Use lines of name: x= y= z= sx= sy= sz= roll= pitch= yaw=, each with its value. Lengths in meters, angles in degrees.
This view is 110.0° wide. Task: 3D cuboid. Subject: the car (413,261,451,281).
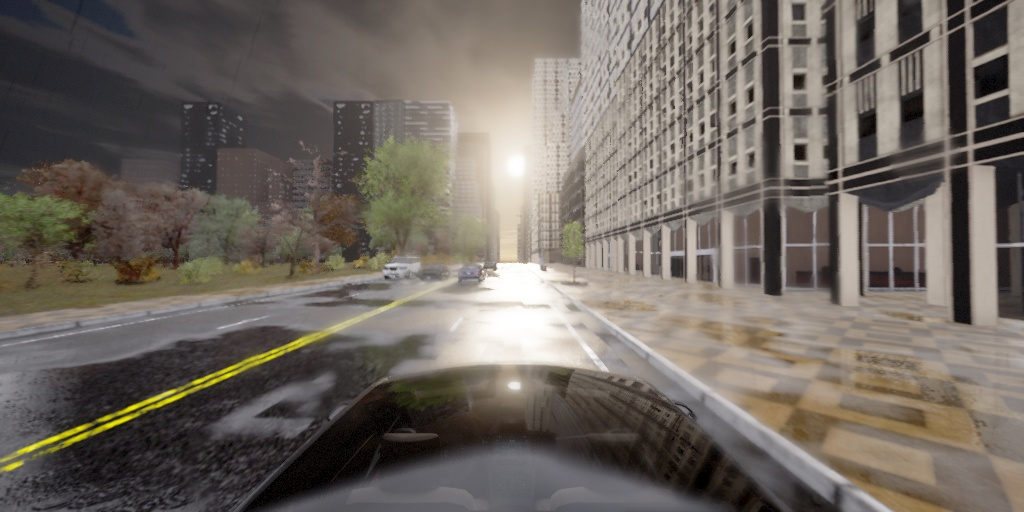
car: x=-6.574 y=1.358 z=31.028 sx=2.033 sy=1.411 sz=5.357 roll=0 pitch=0 yaw=0

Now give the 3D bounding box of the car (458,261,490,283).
car: x=-3.170 y=1.348 z=28.879 sx=2.033 sy=1.411 sz=5.357 roll=0 pitch=0 yaw=0

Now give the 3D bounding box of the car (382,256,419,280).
car: x=-9.813 y=1.040 z=32.474 sx=2.150 sy=2.045 sz=5.566 roll=0 pitch=0 yaw=1

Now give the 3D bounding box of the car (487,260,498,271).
car: x=-3.189 y=1.394 z=53.332 sx=2.128 sy=1.511 sz=4.902 roll=0 pitch=0 yaw=0
